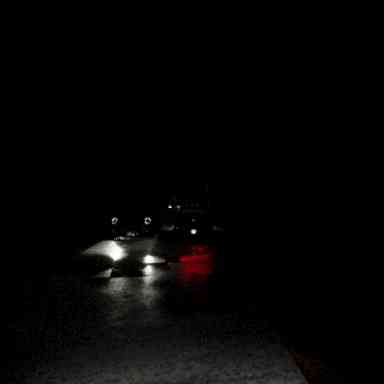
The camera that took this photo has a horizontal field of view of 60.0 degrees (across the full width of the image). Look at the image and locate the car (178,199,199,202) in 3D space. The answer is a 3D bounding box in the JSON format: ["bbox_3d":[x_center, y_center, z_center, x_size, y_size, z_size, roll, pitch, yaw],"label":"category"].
[{"bbox_3d":[0.001,1.503,34.204,2.128,1.511,4.902,0,0,0],"label":"car"}]

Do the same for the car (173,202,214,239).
[{"bbox_3d":[0.070,1.510,17.215,1.837,1.490,4.892,0,0,0],"label":"car"}]

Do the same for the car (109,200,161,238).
[{"bbox_3d":[-2.881,1.357,17.585,2.097,1.767,4.553,0,0,0],"label":"car"}]

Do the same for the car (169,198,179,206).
[{"bbox_3d":[-3.072,1.711,58.871,1.812,1.442,4.674,0,-1,0],"label":"car"}]
